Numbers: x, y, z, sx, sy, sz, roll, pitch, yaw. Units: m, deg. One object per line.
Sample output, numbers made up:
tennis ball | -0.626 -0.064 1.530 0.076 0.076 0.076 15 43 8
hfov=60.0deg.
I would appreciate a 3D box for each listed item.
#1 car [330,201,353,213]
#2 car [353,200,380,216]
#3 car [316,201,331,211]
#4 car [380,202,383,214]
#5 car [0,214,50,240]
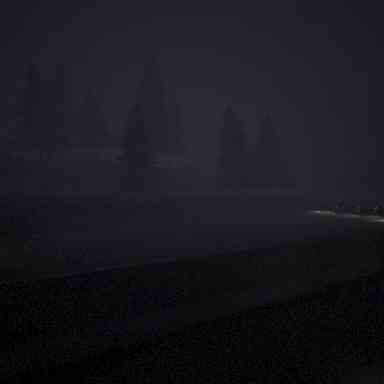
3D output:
car | 19.666 1.909 42.442 1.837 1.490 4.892 -1 -1 38
car | 20.111 1.684 37.442 2.097 1.767 4.553 -1 -1 39
car | 19.336 2.046 47.866 1.994 1.385 4.181 -1 -1 37
car | 19.877 1.800 31.642 2.033 1.411 5.357 -1 -1 42
car | -10.610 1.903 17.938 5.357 1.411 2.033 0 -1 -36
